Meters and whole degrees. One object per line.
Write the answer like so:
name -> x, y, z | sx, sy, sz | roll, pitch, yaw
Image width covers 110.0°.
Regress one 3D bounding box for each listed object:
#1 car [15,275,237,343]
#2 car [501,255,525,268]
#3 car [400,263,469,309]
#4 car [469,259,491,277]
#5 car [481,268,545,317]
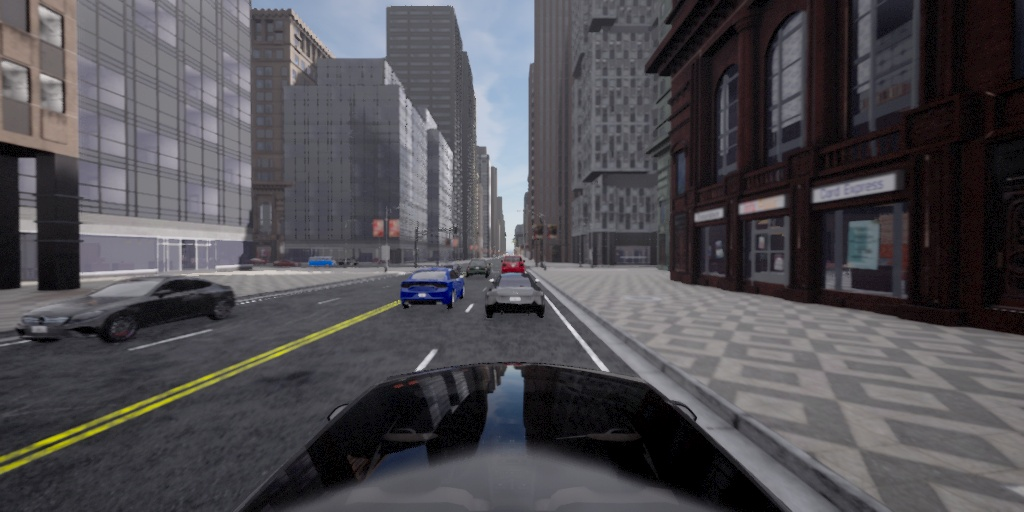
car -> -9.850, 1.274, 9.802 | 1.812, 1.442, 4.674 | 0, 0, 0
car -> 0.103, 0.960, 34.367 | 2.150, 2.045, 5.566 | 0, 0, 0
car -> -3.149, 1.224, 15.054 | 1.882, 1.535, 5.008 | 0, 0, 0
car -> -3.147, 1.092, 34.583 | 2.097, 1.767, 4.553 | 0, 0, 0
car -> 0.099, 1.311, 13.213 | 1.994, 1.385, 4.181 | 0, 0, 0
